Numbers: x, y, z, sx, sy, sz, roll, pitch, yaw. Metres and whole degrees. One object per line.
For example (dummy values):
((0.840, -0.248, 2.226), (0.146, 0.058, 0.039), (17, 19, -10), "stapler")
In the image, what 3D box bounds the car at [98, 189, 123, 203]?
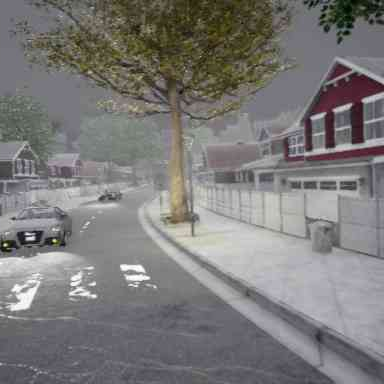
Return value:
((-8.967, 0.354, 36.687), (1.895, 1.301, 4.718), (-3, 3, -2), "car")

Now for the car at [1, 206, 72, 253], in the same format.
((-5.731, 1.262, 12.632), (1.994, 1.385, 4.181), (-3, 3, -15), "car")
